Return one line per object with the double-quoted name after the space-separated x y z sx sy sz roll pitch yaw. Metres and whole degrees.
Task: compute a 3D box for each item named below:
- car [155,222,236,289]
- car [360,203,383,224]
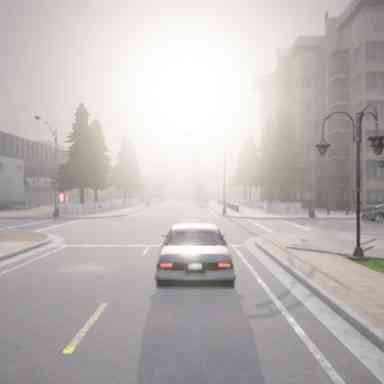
0.071 1.562 9.270 2.033 1.411 5.357 0 0 0 "car"
14.890 1.514 24.682 4.902 1.511 2.128 0 0 1 "car"
